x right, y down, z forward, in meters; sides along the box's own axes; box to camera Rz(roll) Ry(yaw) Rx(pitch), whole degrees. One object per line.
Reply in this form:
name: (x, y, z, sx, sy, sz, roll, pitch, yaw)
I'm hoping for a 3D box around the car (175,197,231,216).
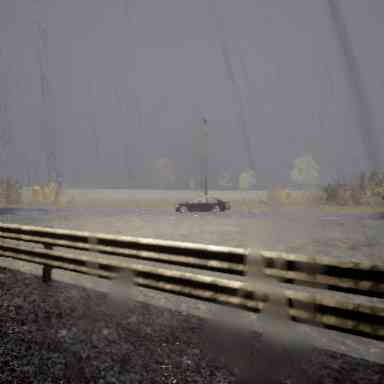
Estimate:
car: (0.940, 1.222, 29.037, 4.902, 1.511, 2.128, 0, 0, 15)
